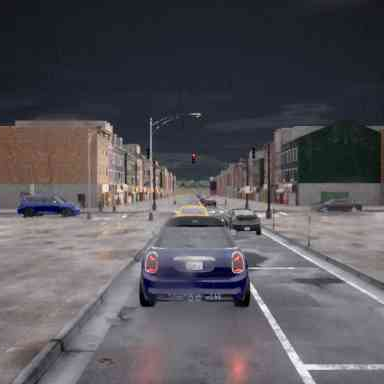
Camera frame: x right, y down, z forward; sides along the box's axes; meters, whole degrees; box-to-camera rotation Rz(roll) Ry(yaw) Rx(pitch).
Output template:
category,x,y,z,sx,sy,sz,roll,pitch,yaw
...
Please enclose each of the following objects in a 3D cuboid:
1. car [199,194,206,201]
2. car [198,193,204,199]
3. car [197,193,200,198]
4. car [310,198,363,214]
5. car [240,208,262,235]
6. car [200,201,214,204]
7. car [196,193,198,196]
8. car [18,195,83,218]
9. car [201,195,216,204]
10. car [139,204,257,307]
category,x,y,z,sx,sy,sz,roll,pitch,yaw
car,2.790,1.582,61.798,1.802,1.307,4.206,-1,0,0
car,2.819,1.548,72.863,1.887,1.381,4.507,-1,0,0
car,2.832,1.445,78.395,1.967,1.590,4.097,-1,0,0
car,14.349,1.379,33.151,4.892,1.490,1.837,0,1,0
car,2.672,1.544,18.288,2.008,1.369,4.403,-1,0,0
car,0.066,1.471,17.997,1.882,1.535,5.008,0,0,1
car,2.879,1.560,94.993,2.008,1.369,4.403,-1,0,0
car,-12.846,1.325,30.275,5.566,2.045,2.150,1,1,0
car,2.759,1.541,50.733,1.887,1.381,4.507,-1,0,0
car,0.069,1.348,8.122,2.097,1.767,4.553,0,0,1
